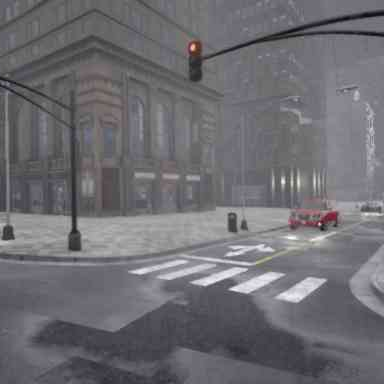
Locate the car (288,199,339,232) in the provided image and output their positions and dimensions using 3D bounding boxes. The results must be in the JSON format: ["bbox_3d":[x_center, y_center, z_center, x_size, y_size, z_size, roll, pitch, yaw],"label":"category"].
[{"bbox_3d":[8.357,1.505,22.471,2.150,2.045,5.566,-1,-1,36],"label":"car"}]

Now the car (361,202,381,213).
[{"bbox_3d":[23.559,2.023,43.752,1.994,1.385,4.181,-1,-1,36],"label":"car"}]
